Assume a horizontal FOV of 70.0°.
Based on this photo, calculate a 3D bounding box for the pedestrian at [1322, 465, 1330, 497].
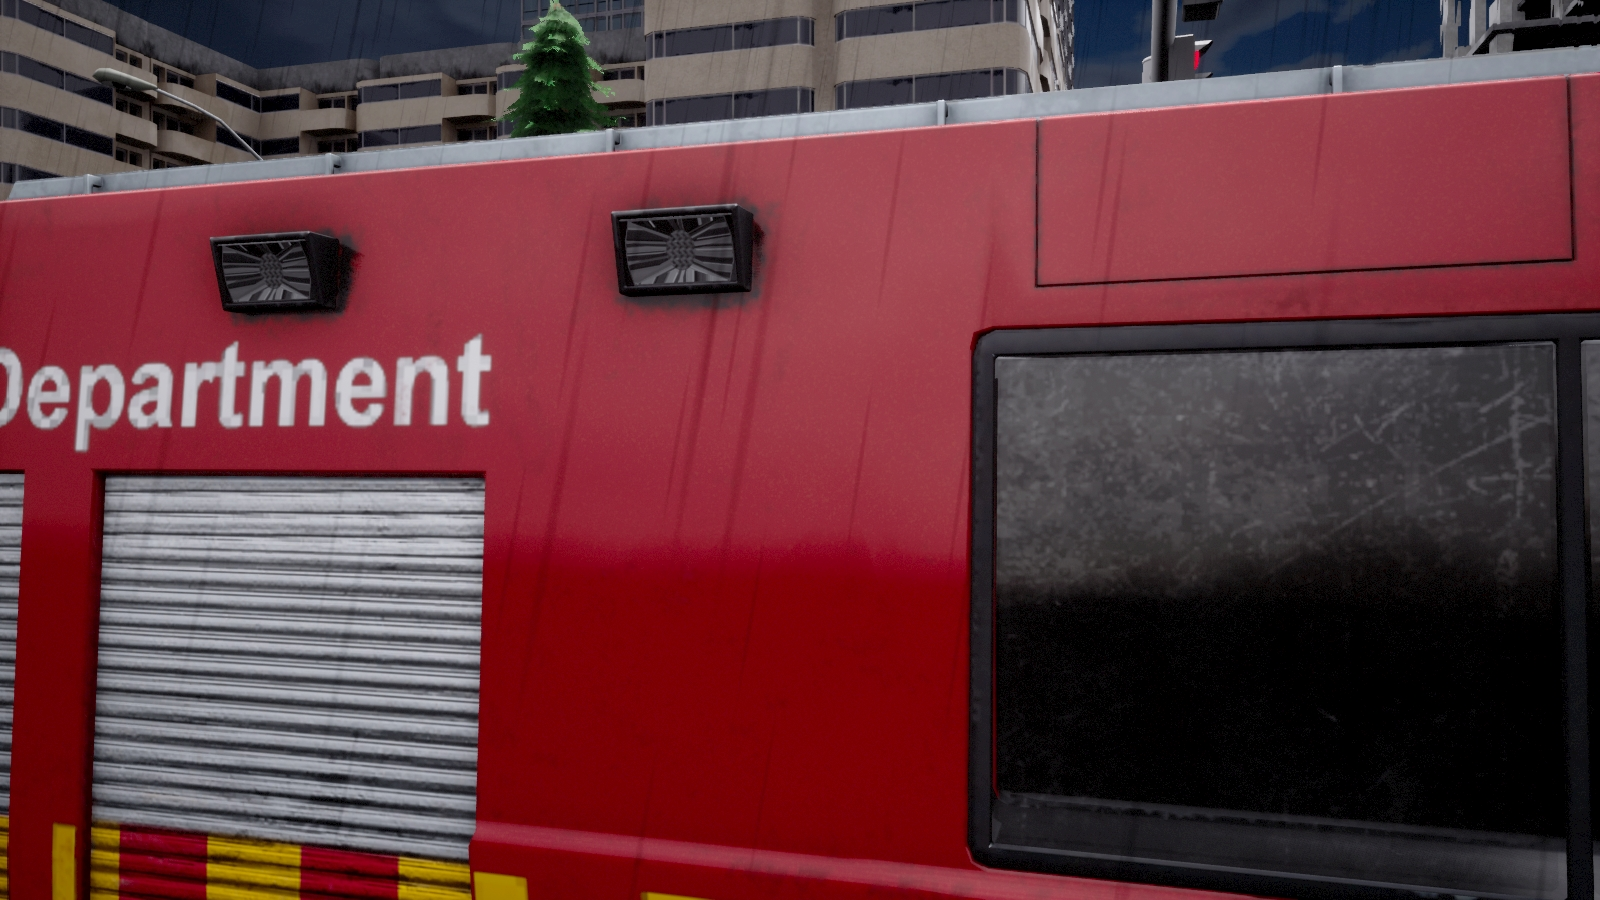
[{"bbox_3d":[31.308,1.835,68.018,0.375,1.860,0.375,0,0,15],"label":"pedestrian"}]

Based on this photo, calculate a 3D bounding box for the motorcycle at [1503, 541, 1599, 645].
[{"bbox_3d":[11.678,2.155,17.664,0.764,1.307,2.356,0,0,16],"label":"motorcycle"}]

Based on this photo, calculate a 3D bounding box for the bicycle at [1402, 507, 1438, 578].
[{"bbox_3d":[14.015,2.060,25.851,0.329,1.471,1.835,0,0,16],"label":"bicycle"}]

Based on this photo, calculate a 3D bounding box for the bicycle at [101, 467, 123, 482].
[{"bbox_3d":[-59.480,2.109,98.818,1.487,1.276,0.859,1,0,15],"label":"bicycle"}]
